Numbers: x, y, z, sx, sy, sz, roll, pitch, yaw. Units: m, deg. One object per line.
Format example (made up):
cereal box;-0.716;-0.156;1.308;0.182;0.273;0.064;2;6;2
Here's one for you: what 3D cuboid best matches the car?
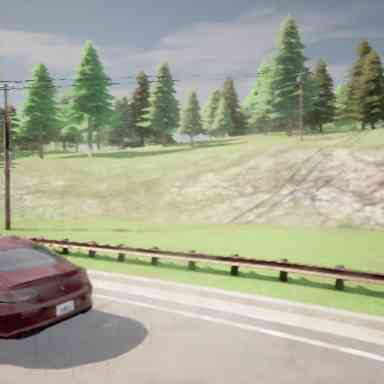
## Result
car;-3.831;1.493;5.844;4.674;1.442;1.812;0;1;28
